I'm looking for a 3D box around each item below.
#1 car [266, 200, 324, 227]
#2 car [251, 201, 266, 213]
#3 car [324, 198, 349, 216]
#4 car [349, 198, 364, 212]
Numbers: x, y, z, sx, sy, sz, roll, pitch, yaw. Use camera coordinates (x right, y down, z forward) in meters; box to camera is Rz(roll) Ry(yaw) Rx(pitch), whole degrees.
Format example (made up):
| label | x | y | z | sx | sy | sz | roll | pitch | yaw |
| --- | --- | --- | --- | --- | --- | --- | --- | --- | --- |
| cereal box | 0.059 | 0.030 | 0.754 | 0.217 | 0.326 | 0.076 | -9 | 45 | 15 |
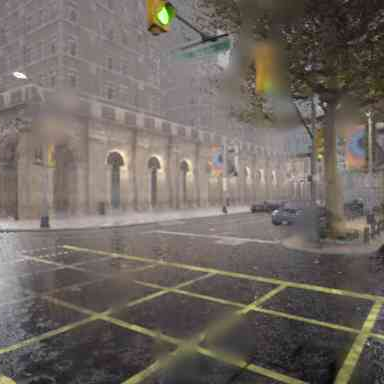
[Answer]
| label | x | y | z | sx | sy | sz | roll | pitch | yaw |
| --- | --- | --- | --- | --- | --- | --- | --- | --- | --- |
| car | 7.094 | 1.335 | 22.560 | 2.097 | 1.767 | 4.553 | 0 | 0 | 36 |
| car | 7.923 | 1.562 | 35.028 | 1.895 | 1.301 | 4.718 | 0 | 0 | 36 |
| car | 12.397 | 1.487 | 29.868 | 1.837 | 1.490 | 4.892 | 0 | 0 | 36 |
| car | 18.232 | 1.487 | 37.897 | 1.837 | 1.490 | 4.892 | 0 | 0 | 36 |
